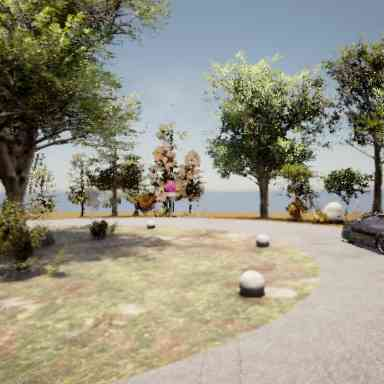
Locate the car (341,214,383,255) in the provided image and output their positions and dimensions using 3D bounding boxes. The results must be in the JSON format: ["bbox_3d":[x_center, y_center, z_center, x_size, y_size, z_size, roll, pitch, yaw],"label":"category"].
[{"bbox_3d":[7.674,1.542,13.205,1.994,1.385,4.181,0,0,0],"label":"car"}]
